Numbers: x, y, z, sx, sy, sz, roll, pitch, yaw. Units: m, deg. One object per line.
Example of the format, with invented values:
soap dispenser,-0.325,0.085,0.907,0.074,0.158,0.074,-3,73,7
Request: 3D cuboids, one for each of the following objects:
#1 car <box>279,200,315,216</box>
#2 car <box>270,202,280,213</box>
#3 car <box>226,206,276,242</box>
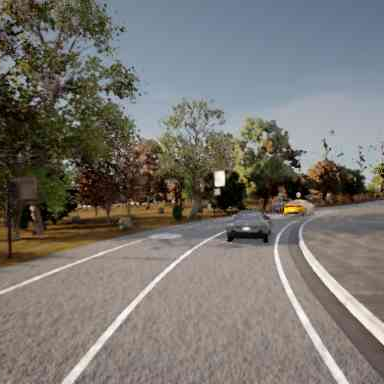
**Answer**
car,10.629,1.524,32.795,1.882,1.535,5.008,-4,-2,33
car,9.926,1.775,37.661,1.994,1.385,4.181,-4,-2,38
car,2.975,1.612,16.731,1.994,1.385,4.181,-1,-1,16
